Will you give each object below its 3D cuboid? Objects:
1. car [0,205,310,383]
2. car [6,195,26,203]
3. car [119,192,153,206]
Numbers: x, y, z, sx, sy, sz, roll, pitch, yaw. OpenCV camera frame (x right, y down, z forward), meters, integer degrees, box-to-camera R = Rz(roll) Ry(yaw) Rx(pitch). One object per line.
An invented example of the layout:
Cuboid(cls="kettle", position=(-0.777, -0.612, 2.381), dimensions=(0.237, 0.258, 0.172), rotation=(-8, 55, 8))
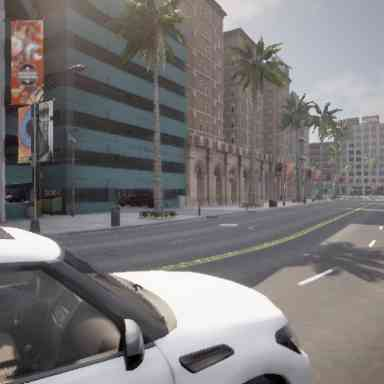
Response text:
Cuboid(cls="car", position=(-1.625, 1.228, 2.120), dimensions=(5.566, 2.045, 2.150), rotation=(0, 0, -36))
Cuboid(cls="car", position=(-33.416, 1.331, 61.943), dimensions=(2.161, 1.482, 4.786), rotation=(0, 0, 32))
Cuboid(cls="car", position=(-7.688, 0.977, 46.315), dimensions=(2.435, 2.045, 5.566), rotation=(0, 0, 32))
